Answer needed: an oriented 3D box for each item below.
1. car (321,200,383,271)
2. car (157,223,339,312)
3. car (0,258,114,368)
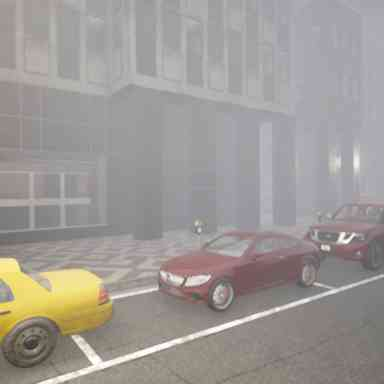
[{"bbox_3d":[5.794,1.222,10.776,5.009,1.841,2.192,-1,0,-35],"label":"car"},{"bbox_3d":[1.233,1.537,7.527,4.206,1.307,1.802,-1,0,-35],"label":"car"},{"bbox_3d":[-3.468,1.530,4.178,4.829,1.417,1.752,-1,0,-35],"label":"car"}]
